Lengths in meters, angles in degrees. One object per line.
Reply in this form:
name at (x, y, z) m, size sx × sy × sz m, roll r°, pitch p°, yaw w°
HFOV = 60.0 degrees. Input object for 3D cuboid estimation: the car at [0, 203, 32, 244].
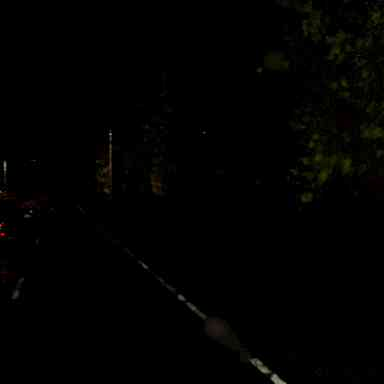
car at (-8.598, 1.455, 15.045) m, size 1.837 × 1.490 × 4.892 m, roll 0°, pitch 0°, yaw -22°

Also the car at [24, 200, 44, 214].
car at (-15.516, 1.476, 32.456) m, size 1.895 × 1.301 × 4.718 m, roll 0°, pitch 0°, yaw -21°
